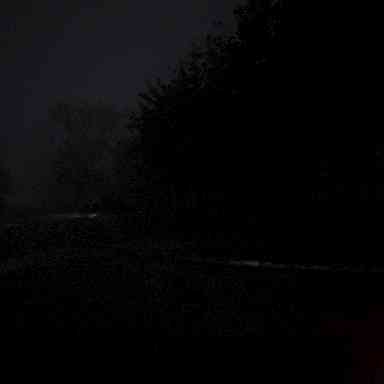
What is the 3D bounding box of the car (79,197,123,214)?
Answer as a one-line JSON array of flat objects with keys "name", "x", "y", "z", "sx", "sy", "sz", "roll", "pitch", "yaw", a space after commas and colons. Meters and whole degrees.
[{"name": "car", "x": -9.221, "y": 1.318, "z": 34.116, "sx": 1.882, "sy": 1.535, "sz": 5.008, "roll": -1, "pitch": 0, "yaw": 29}]
